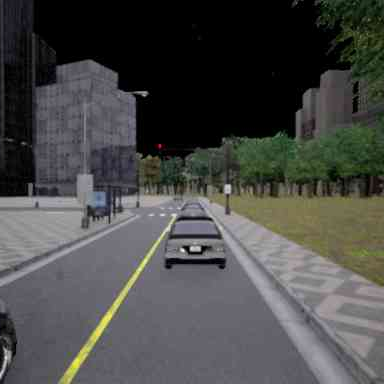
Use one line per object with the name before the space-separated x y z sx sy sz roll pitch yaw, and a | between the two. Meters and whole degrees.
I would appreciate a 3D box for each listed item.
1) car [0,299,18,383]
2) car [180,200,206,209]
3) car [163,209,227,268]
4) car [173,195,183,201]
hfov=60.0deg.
car | -3.100 1.559 2.314 1.994 1.385 4.181 0 0 0
car | 0.081 1.504 23.970 1.994 1.385 4.181 0 0 0
car | 0.091 1.521 11.129 2.033 1.411 5.357 0 0 0
car | -3.037 1.312 73.988 1.994 1.385 4.181 0 0 0
